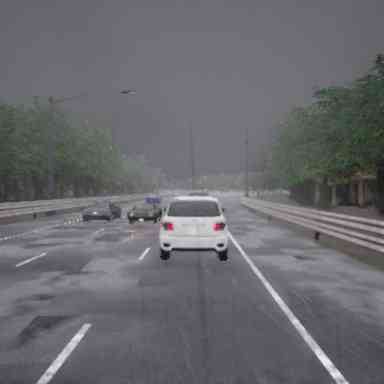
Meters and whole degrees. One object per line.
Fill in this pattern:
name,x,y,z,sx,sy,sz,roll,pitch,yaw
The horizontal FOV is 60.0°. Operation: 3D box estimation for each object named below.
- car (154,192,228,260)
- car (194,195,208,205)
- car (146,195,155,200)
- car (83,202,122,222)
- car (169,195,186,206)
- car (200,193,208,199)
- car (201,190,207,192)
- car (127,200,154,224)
car,0.086,1.156,12.375,2.150,2.045,5.566,0,0,1
car,1.489,1.201,53.980,2.033,1.411,5.357,0,1,3
car,-5.664,1.156,49.745,1.882,1.535,5.008,0,0,3
car,-6.593,1.419,24.819,1.994,1.385,4.181,0,0,2
car,-2.170,1.225,50.626,2.033,1.411,5.357,0,0,3
car,2.836,0.935,79.767,1.837,1.490,4.892,0,0,3
car,0.543,1.041,32.242,2.150,2.045,5.566,0,0,2
car,-3.164,1.469,23.503,1.895,1.301,4.718,0,0,2
